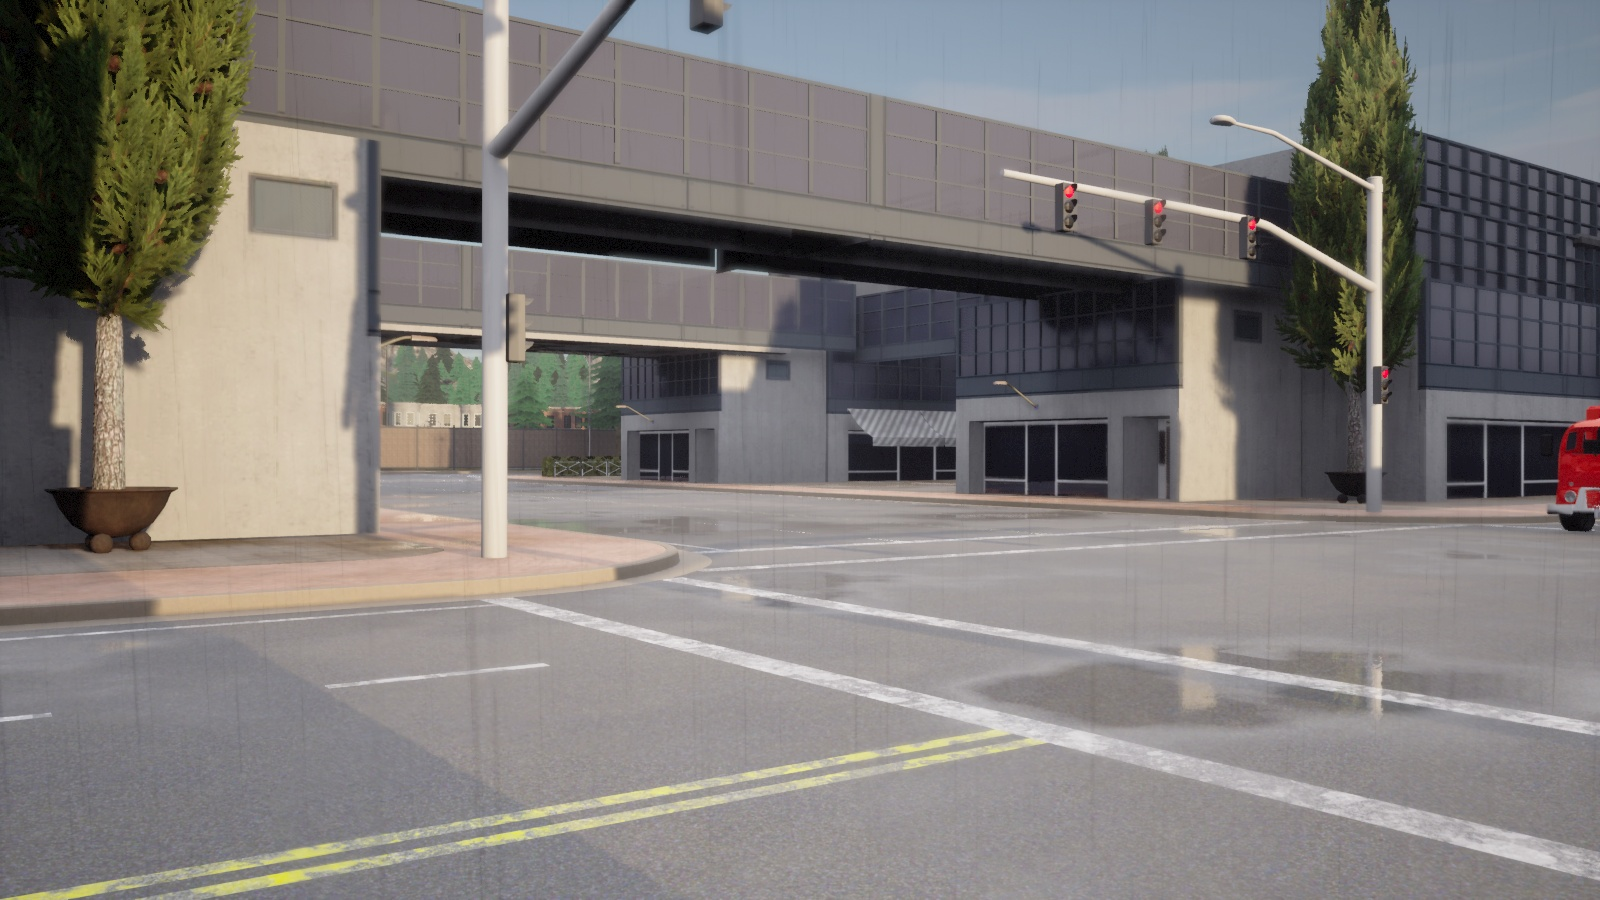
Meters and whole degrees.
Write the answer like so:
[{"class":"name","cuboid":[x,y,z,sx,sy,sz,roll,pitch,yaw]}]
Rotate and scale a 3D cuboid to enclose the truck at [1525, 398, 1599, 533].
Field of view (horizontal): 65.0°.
[{"class":"truck","cuboid":[16.655,0.282,24.320,5.204,2.467,2.627,0,0,-36]}]
